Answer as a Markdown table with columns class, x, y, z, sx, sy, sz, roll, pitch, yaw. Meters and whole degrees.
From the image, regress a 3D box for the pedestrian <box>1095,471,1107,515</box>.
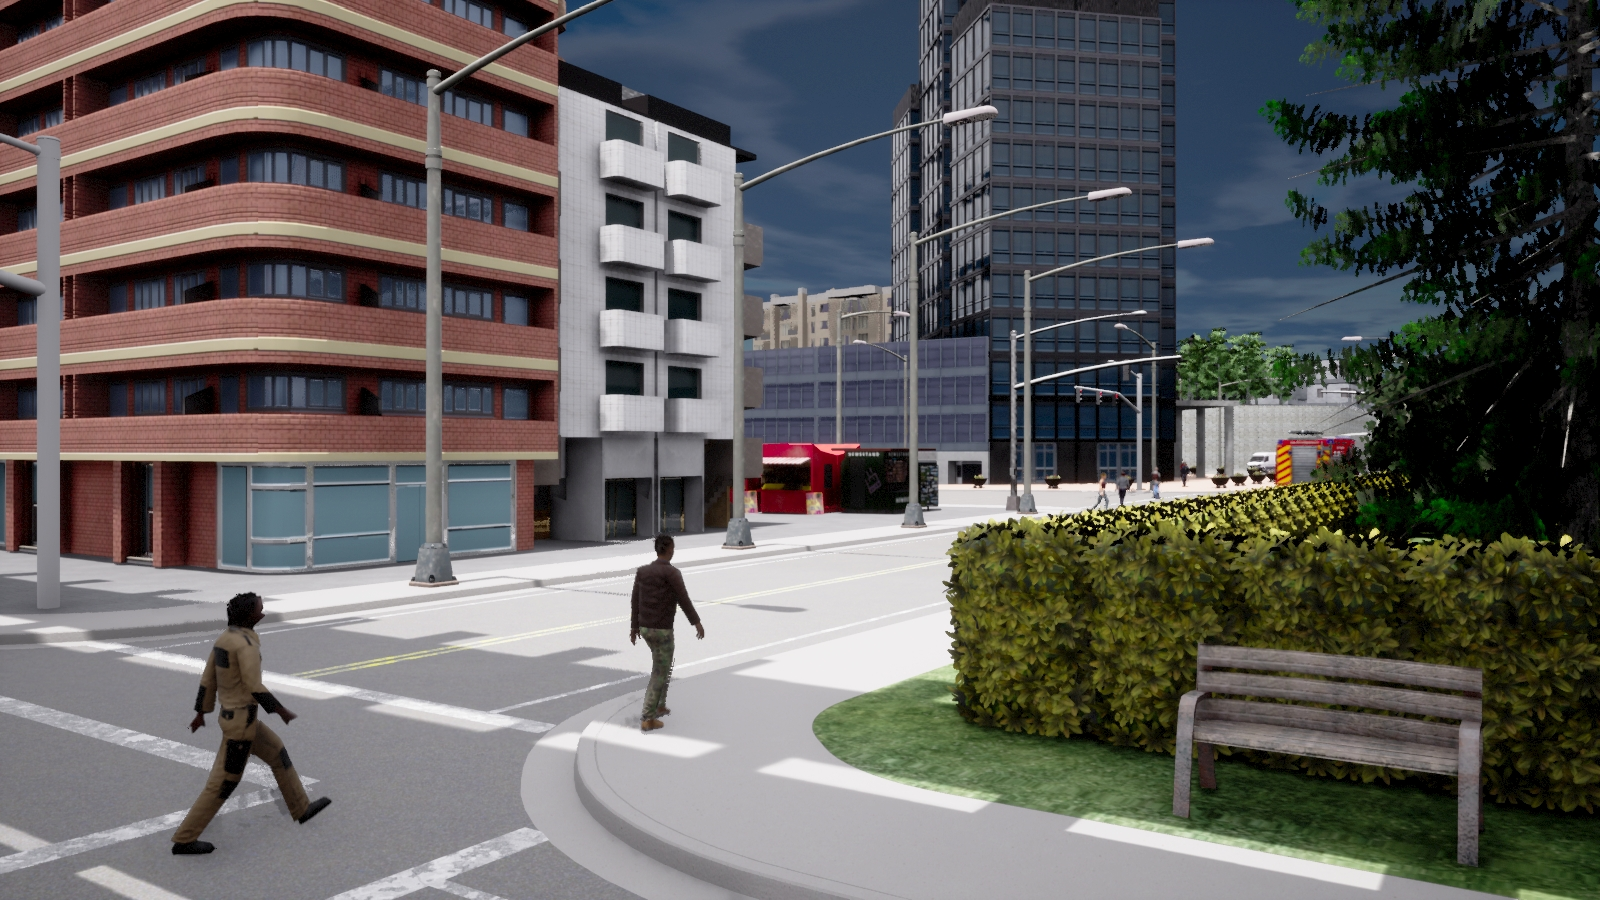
| class | x | y | z | sx | sy | sz | roll | pitch | yaw |
| --- | --- | --- | --- | --- | --- | --- | --- | --- | --- |
| pedestrian | 12.987 | 1.848 | 49.264 | 0.375 | 1.860 | 0.375 | 0 | 0 | 34 |

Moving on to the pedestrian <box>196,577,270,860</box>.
| class | x | y | z | sx | sy | sz | roll | pitch | yaw |
| --- | --- | --- | --- | --- | --- | --- | --- | --- | --- |
| pedestrian | -3.970 | 1.848 | 8.003 | 0.375 | 1.860 | 0.375 | 0 | 0 | -42 |

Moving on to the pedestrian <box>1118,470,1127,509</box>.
| class | x | y | z | sx | sy | sz | roll | pitch | yaw |
| --- | --- | --- | --- | --- | --- | --- | --- | --- | --- |
| pedestrian | 15.400 | 1.873 | 54.539 | 0.375 | 1.860 | 0.375 | 0 | 0 | 27 |

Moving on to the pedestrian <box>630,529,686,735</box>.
| class | x | y | z | sx | sy | sz | roll | pitch | yaw |
| --- | --- | --- | --- | --- | --- | --- | --- | --- | --- |
| pedestrian | -1.343 | 1.698 | 10.811 | 0.375 | 1.860 | 0.375 | 0 | 0 | 36 |

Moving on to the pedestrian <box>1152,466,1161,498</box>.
| class | x | y | z | sx | sy | sz | roll | pitch | yaw |
| --- | --- | --- | --- | --- | --- | --- | --- | --- | --- |
| pedestrian | 21.148 | 1.889 | 67.777 | 0.375 | 1.860 | 0.375 | 0 | 0 | 33 |

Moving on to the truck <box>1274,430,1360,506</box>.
| class | x | y | z | sx | sy | sz | roll | pitch | yaw |
| --- | --- | --- | --- | --- | --- | --- | --- | --- | --- |
| truck | 28.180 | 0.904 | 62.018 | 2.891 | 3.827 | 8.468 | 0 | 0 | 34 |

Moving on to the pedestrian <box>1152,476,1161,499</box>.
| class | x | y | z | sx | sy | sz | roll | pitch | yaw |
| --- | --- | --- | --- | --- | --- | --- | --- | --- | --- |
| pedestrian | 20.498 | 2.167 | 65.630 | 0.375 | 1.300 | 0.375 | 0 | 0 | 38 |
